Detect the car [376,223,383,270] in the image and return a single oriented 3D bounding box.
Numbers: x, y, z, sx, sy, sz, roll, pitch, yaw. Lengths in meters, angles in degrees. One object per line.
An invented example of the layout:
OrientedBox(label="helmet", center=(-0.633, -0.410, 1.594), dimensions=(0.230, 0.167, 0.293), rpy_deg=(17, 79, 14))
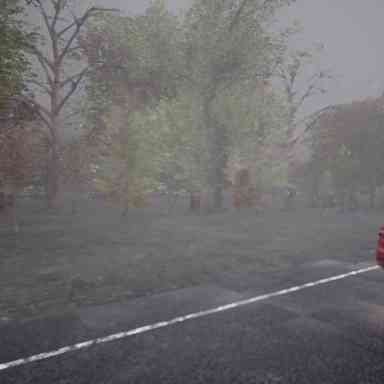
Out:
OrientedBox(label="car", center=(7.078, 1.217, 8.791), dimensions=(5.566, 2.045, 2.150), rpy_deg=(0, 0, -35))
